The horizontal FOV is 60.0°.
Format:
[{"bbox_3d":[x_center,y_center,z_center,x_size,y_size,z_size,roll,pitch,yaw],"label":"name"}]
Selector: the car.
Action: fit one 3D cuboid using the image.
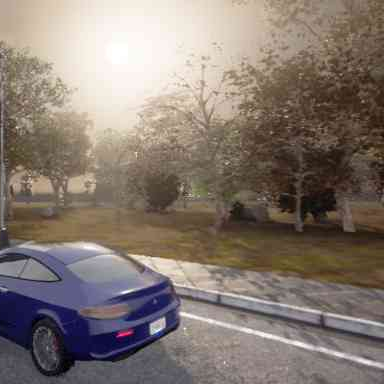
[{"bbox_3d":[-2.343,1.521,5.482,4.674,1.442,1.812,0,0,34],"label":"car"}]
